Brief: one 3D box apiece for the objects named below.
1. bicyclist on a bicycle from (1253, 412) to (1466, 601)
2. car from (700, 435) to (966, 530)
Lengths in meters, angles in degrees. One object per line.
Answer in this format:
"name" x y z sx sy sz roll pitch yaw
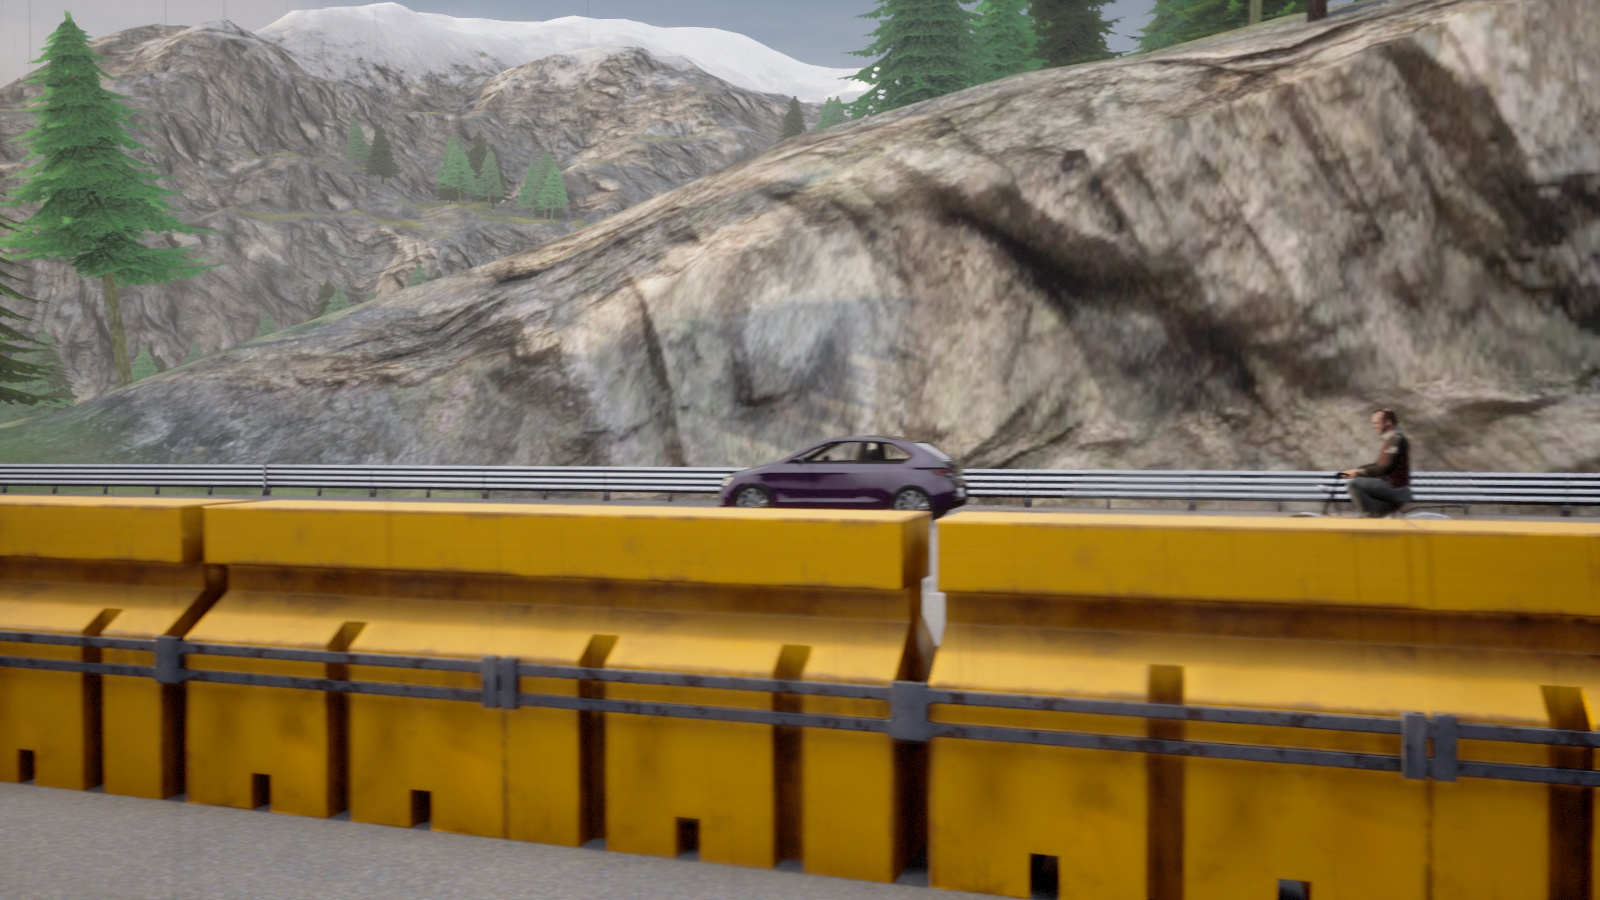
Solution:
"bicyclist on a bicycle" 5.484 0.519 12.424 1.843 1.776 0.659 1 1 19
"car" 0.589 0.498 21.459 4.193 1.474 1.816 1 1 19
